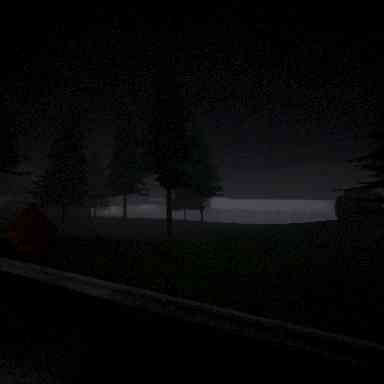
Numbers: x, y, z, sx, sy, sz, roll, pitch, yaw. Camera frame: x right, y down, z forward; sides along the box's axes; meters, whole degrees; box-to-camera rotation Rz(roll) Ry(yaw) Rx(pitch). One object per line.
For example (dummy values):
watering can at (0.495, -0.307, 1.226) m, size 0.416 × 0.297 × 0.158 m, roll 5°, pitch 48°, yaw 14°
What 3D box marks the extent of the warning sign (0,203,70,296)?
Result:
warning sign at (-3.690, 1.193, 7.642) m, size 1.060 × 1.860 × 1.300 m, roll -1°, pitch 0°, yaw 37°
